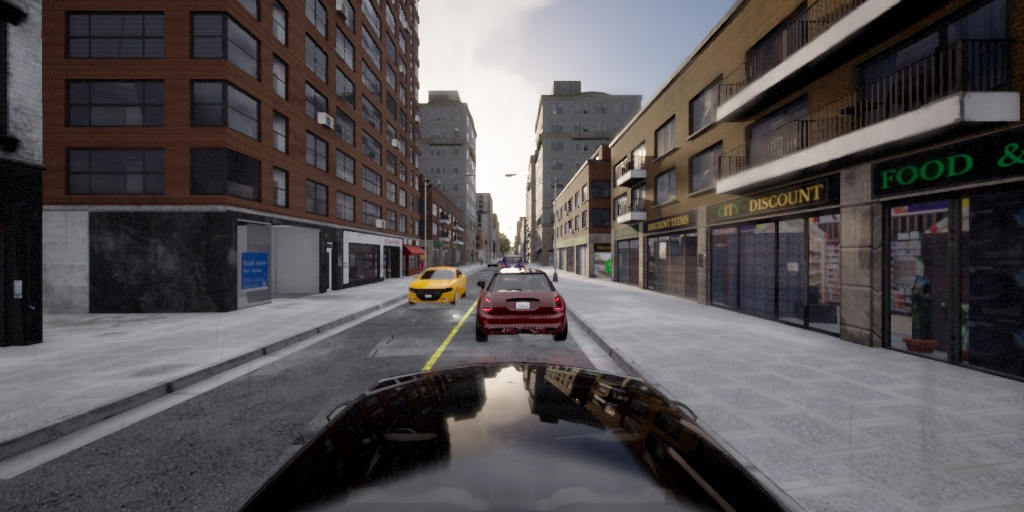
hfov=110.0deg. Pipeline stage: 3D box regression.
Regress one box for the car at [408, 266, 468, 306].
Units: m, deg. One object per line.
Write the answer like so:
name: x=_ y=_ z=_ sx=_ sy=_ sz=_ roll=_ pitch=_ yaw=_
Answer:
car: x=-3.130 y=1.227 z=15.910 sx=1.882 sy=1.535 sz=5.008 roll=0 pitch=0 yaw=0

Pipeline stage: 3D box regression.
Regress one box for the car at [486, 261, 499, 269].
car: x=-3.121 y=1.442 z=59.266 sx=1.895 sy=1.301 sz=4.718 roll=0 pitch=0 yaw=0

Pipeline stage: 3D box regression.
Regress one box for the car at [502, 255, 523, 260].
car: x=0.038 y=0.975 z=31.104 sx=2.150 sy=2.045 sz=5.566 roll=0 pitch=0 yaw=0

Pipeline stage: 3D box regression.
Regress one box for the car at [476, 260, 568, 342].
car: x=0.115 y=1.102 z=9.958 sx=2.097 sy=1.767 sz=4.553 roll=0 pitch=0 yaw=-3
